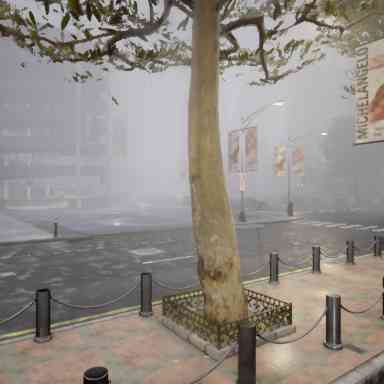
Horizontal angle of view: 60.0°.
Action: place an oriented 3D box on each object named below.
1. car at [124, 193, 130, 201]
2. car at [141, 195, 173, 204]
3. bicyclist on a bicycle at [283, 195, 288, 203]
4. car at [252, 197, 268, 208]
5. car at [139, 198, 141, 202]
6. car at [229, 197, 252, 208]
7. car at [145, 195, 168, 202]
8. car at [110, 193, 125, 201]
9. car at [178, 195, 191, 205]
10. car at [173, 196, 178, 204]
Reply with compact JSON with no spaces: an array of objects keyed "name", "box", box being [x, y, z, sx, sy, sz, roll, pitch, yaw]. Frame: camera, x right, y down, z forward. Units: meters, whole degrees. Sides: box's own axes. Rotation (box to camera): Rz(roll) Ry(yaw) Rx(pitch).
[{"name":"car","box":[-17.888,1.165,81.215,5.566,2.045,2.150,0,0,11]},{"name":"car","box":[-6.645,1.547,63.391,5.357,1.411,2.033,0,0,41]},{"name":"bicyclist on a bicycle","box":[17.566,1.300,62.343,1.656,1.620,0.582,0,0,-36]},{"name":"car","box":[8.967,1.478,49.519,1.882,1.535,5.008,0,0,-37]},{"name":"car","box":[-9.545,1.524,74.216,4.674,1.442,1.812,0,0,26]},{"name":"car","box":[5.660,1.547,48.129,2.033,1.411,5.357,0,0,-36]},{"name":"car","box":[-8.332,1.525,77.517,4.902,1.511,2.128,0,0,26]},{"name":"car","box":[-18.821,1.545,77.841,4.718,1.301,1.895,0,0,11]},{"name":"car","box":[0.177,1.352,55.536,2.097,1.767,4.553,0,0,-38]},{"name":"car","box":[-4.158,1.492,65.881,4.902,1.511,2.128,0,0,42]}]
